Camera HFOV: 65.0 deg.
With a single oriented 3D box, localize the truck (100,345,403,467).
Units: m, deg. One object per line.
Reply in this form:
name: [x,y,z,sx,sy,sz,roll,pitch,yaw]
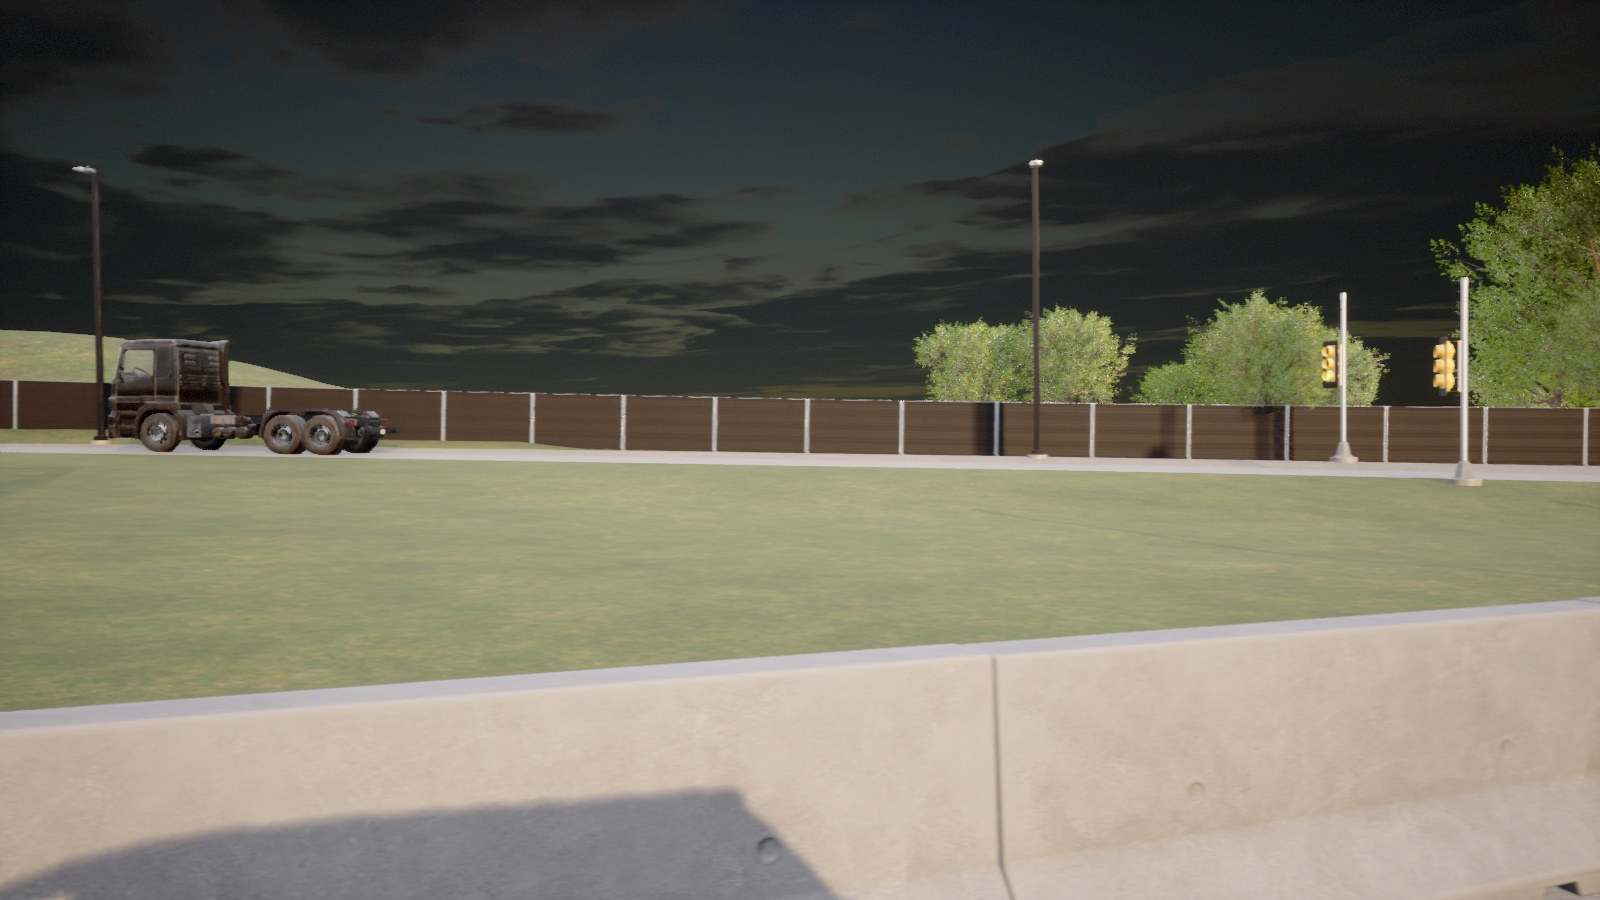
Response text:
truck: [-16.442,-1.288,37.922,7.936,3.462,2.891,0,2,6]
